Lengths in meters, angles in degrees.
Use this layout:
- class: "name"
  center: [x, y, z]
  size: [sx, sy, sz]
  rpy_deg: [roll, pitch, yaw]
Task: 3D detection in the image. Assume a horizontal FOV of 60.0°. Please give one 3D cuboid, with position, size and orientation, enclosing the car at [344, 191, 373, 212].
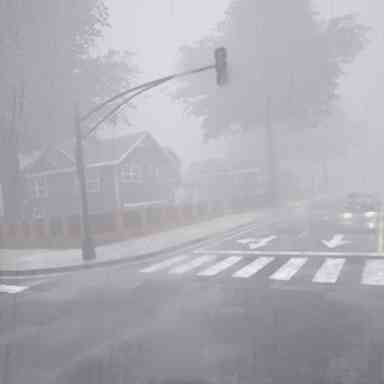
- class: "car"
  center: [12.787, 0.693, 25.506]
  size: [1.812, 1.442, 4.674]
  rpy_deg: [-5, 0, 30]
